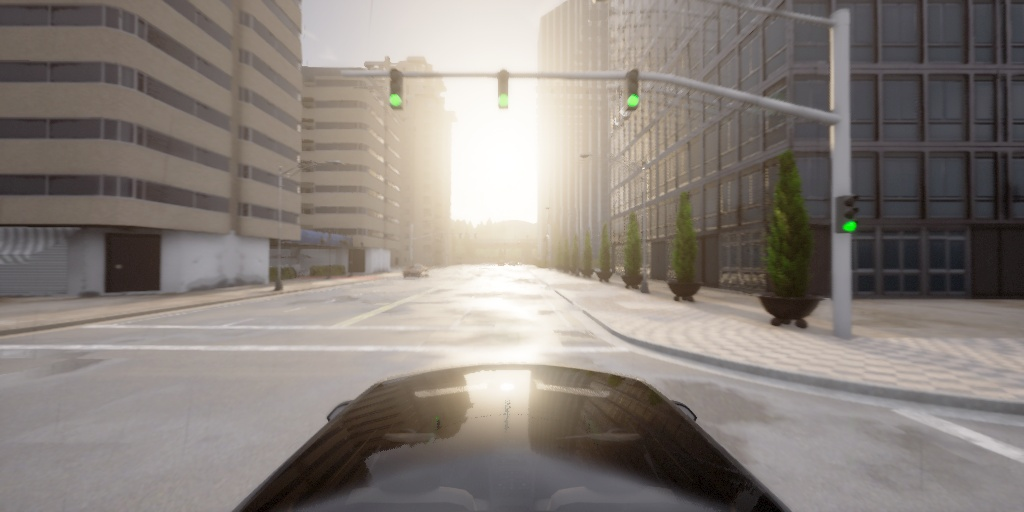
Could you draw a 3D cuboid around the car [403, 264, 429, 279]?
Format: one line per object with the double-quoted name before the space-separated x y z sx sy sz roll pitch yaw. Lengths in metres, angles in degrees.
"car" -10.504 1.646 39.380 1.882 1.535 5.008 0 1 0
